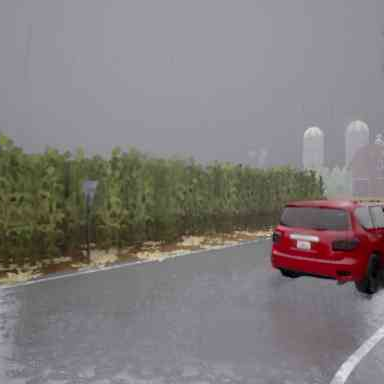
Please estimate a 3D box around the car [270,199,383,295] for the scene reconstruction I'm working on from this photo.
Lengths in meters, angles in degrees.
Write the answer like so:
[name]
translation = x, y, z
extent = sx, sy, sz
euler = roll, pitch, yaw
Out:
[car]
translation = 4.314, 1.212, 9.051
extent = 5.566, 2.045, 2.150
euler = -1, 1, -45
